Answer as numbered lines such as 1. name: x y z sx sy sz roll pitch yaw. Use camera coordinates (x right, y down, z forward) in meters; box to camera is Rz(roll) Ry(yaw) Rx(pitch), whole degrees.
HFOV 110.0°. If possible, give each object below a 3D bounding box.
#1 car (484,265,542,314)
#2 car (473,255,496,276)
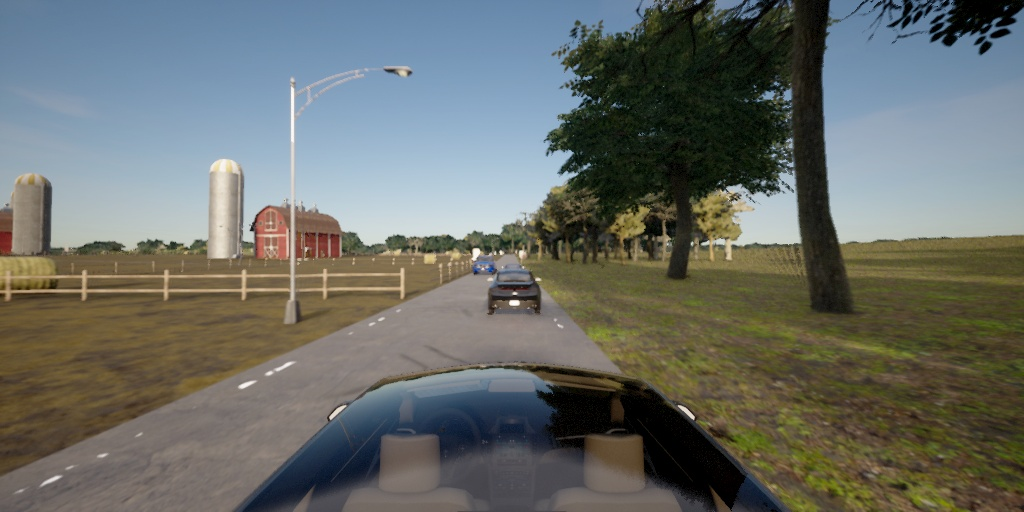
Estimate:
1. car: 0.088 1.252 13.842 1.837 1.490 4.892 0 0 0
2. car: -2.844 0.951 37.872 2.150 2.045 5.566 0 0 0
